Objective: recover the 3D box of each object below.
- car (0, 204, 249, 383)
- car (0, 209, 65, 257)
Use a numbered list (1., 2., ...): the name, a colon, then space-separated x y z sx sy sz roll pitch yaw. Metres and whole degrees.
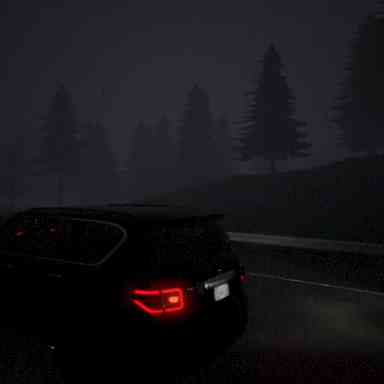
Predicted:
1. car: -1.834 1.222 5.338 5.566 2.045 2.150 0 0 36
2. car: -7.811 1.545 13.992 5.357 1.411 2.033 0 0 36
